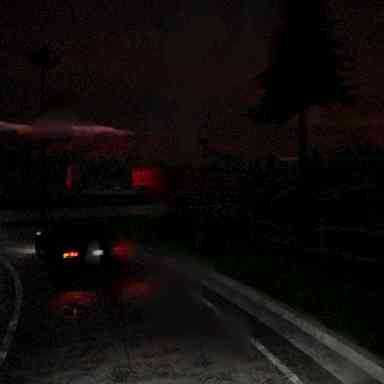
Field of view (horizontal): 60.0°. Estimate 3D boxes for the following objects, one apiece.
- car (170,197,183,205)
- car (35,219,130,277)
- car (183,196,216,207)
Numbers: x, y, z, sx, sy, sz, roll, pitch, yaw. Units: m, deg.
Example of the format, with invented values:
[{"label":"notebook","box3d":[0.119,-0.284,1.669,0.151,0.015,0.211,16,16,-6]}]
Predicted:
[{"label":"car","box3d":[-1.269,1.473,54.479,5.008,1.535,1.882,0,0,-36]},{"label":"car","box3d":[-3.637,1.558,10.406,2.033,1.411,5.357,0,0,-31]},{"label":"car","box3d":[1.527,1.493,52.195,4.892,1.490,1.837,0,0,-36]}]
